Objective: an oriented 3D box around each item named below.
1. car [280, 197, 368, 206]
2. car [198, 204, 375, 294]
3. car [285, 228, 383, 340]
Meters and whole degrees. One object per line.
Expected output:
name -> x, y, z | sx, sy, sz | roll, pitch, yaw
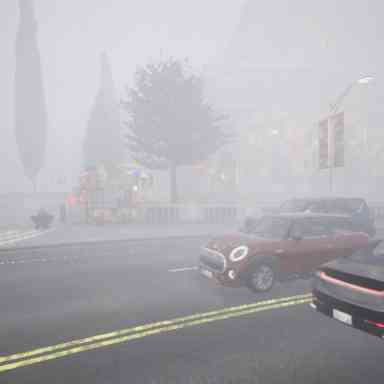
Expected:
car -> 4.688, 1.220, 13.469 | 5.566, 2.045, 2.150 | 0, 0, -18
car -> 2.463, 1.352, 8.774 | 4.553, 1.767, 2.097 | 0, 0, -22
car -> 4.267, 1.493, 5.568 | 4.902, 1.511, 2.128 | 0, 0, -24
